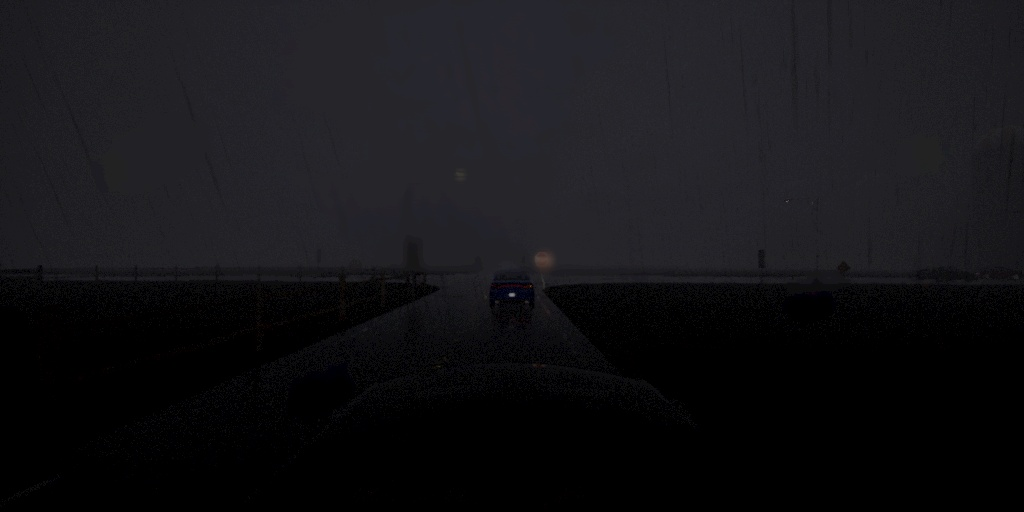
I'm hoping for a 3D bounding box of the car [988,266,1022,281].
[{"bbox_3d":[51.525,1.816,38.657,5.008,1.535,1.882,1,0,0],"label":"car"}]

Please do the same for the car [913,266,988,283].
[{"bbox_3d":[42.540,1.778,35.172,4.902,1.511,2.128,0,0,0],"label":"car"}]

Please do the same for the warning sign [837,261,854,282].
[{"bbox_3d":[29.331,1.333,31.662,1.060,1.860,1.300,0,0,0],"label":"warning sign"}]

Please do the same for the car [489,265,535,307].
[{"bbox_3d":[0.008,1.363,16.325,1.882,1.535,5.008,0,0,0],"label":"car"}]
